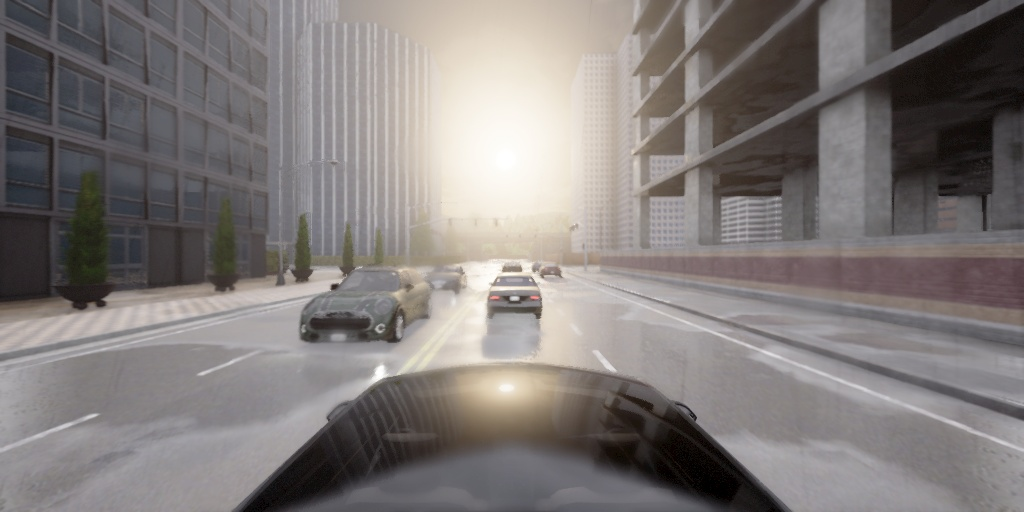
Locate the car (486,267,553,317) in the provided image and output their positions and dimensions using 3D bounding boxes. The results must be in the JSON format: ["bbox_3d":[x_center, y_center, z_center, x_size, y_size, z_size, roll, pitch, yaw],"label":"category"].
[{"bbox_3d":[0.088,1.293,13.024,2.033,1.411,5.357,0,0,0],"label":"car"}]

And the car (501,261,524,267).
[{"bbox_3d":[0.025,1.216,32.514,1.882,1.535,5.008,0,0,0],"label":"car"}]

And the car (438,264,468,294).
[{"bbox_3d":[-3.614,1.237,20.173,2.128,1.511,4.902,0,0,0],"label":"car"}]

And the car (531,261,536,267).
[{"bbox_3d":[3.493,1.296,45.333,1.994,1.385,4.181,0,0,0],"label":"car"}]

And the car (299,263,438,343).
[{"bbox_3d":[-3.610,1.101,9.705,2.097,1.767,4.553,0,0,0],"label":"car"}]

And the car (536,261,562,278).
[{"bbox_3d":[3.525,1.261,33.481,1.812,1.442,4.674,0,0,0],"label":"car"}]
